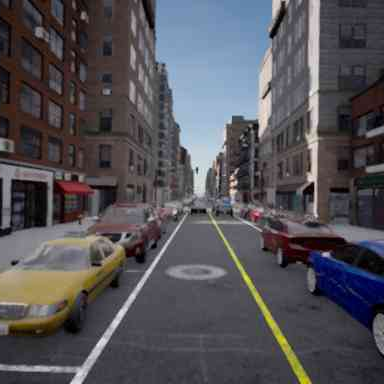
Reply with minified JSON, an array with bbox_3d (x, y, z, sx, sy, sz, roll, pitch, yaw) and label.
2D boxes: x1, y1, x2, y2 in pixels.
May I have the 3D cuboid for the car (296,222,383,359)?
[{"bbox_3d":[3.637,1.600,6.063,1.882,1.535,5.008,1,-1,1],"label":"car"}]

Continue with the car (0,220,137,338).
[{"bbox_3d":[-2.556,1.545,6.879,1.752,1.417,4.829,1,-1,1],"label":"car"}]

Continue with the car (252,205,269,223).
[{"bbox_3d":[5.818,1.871,23.433,2.008,1.369,4.403,1,-1,1],"label":"car"}]

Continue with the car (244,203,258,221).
[{"bbox_3d":[5.935,1.956,28.950,1.802,1.307,4.206,1,-1,1],"label":"car"}]

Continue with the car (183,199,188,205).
[{"bbox_3d":[-1.852,1.892,40.149,2.008,1.369,4.403,1,-1,1],"label":"car"}]

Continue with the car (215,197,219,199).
[{"bbox_3d":[6.988,2.430,78.418,1.802,1.307,4.206,1,-1,1],"label":"car"}]

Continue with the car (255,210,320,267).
[{"bbox_3d":[3.764,1.657,12.062,1.882,1.535,5.008,1,-1,1],"label":"car"}]

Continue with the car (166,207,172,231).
[{"bbox_3d":[-2.323,1.710,18.081,1.802,1.307,4.206,1,-1,1],"label":"car"}]

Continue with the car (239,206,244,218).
[{"bbox_3d":[6.055,1.867,34.469,1.967,1.590,4.097,1,-1,1],"label":"car"}]

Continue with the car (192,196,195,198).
[{"bbox_3d":[-0.794,2.338,89.775,1.752,1.417,4.829,1,-1,1],"label":"car"}]

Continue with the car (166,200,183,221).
[{"bbox_3d":[-2.085,1.675,29.116,1.967,1.590,4.097,1,-1,1],"label":"car"}]

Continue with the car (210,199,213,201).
[{"bbox_3d":[3.679,2.047,46.817,2.033,1.411,5.357,1,-1,1],"label":"car"}]

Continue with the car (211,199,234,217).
[{"bbox_3d":[3.521,1.895,36.977,2.128,1.511,4.902,1,-1,2],"label":"car"}]

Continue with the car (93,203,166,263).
[{"bbox_3d":[-2.436,1.390,12.566,2.192,1.841,5.009,1,-1,1],"label":"car"}]

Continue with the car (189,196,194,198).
[{"bbox_3d":[-1.154,2.200,72.903,1.887,1.381,4.507,1,-1,1],"label":"car"}]

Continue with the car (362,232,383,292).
[{"bbox_3d":[5.465,1.743,6.881,1.802,1.307,4.206,1,-1,1],"label":"car"}]

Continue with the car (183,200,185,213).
[{"bbox_3d":[-1.973,1.812,34.462,1.752,1.417,4.829,1,-1,1],"label":"car"}]

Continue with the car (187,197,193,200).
[{"bbox_3d":[-1.275,2.151,67.223,2.008,1.369,4.403,1,-1,1],"label":"car"}]

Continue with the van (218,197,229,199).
[{"bbox_3d":[6.750,2.081,67.061,1.690,1.788,3.998,1,-1,1],"label":"van"}]

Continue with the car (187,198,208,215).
[{"bbox_3d":[0.761,1.853,38.905,1.882,1.535,5.008,1,-1,1],"label":"car"}]

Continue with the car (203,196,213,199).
[{"bbox_3d":[4.639,2.400,91.860,1.895,1.301,4.718,1,0,1],"label":"car"}]
